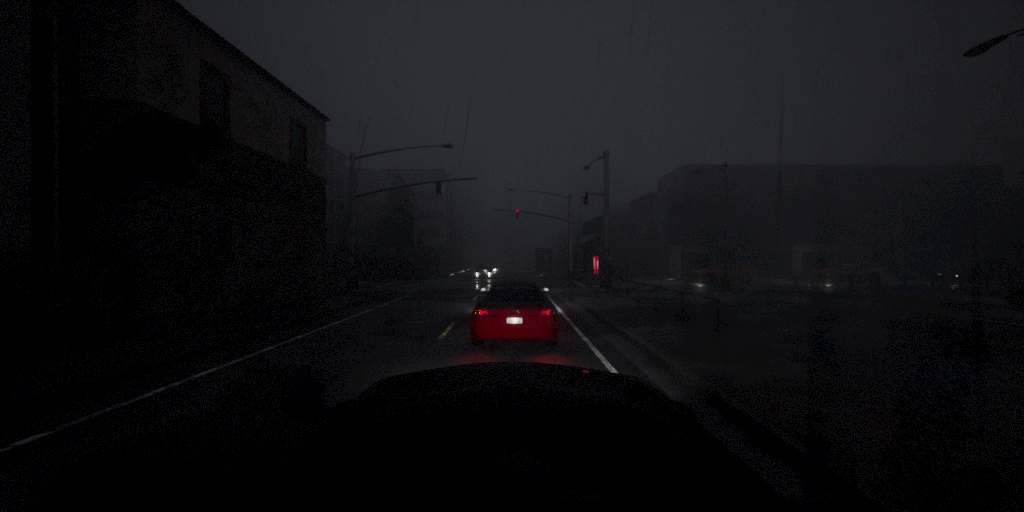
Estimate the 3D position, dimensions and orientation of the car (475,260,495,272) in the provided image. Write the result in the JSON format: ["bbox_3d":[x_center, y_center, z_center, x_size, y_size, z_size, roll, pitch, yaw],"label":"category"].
[{"bbox_3d":[-3.543,1.271,46.343,1.812,1.442,4.674,0,0,0],"label":"car"}]

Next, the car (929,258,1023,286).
[{"bbox_3d":[38.045,1.145,29.531,5.566,2.045,2.150,0,0,0],"label":"car"}]

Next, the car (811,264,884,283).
[{"bbox_3d":[27.555,1.401,29.538,5.008,1.535,1.882,0,0,0],"label":"car"}]

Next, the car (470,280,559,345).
[{"bbox_3d":[0.072,1.313,9.472,1.994,1.385,4.181,0,0,0],"label":"car"}]

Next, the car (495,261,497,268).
[{"bbox_3d":[-3.511,1.345,59.166,1.895,1.301,4.718,0,0,0],"label":"car"}]

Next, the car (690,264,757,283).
[{"bbox_3d":[17.330,1.401,29.529,5.008,1.535,1.882,0,0,0],"label":"car"}]
